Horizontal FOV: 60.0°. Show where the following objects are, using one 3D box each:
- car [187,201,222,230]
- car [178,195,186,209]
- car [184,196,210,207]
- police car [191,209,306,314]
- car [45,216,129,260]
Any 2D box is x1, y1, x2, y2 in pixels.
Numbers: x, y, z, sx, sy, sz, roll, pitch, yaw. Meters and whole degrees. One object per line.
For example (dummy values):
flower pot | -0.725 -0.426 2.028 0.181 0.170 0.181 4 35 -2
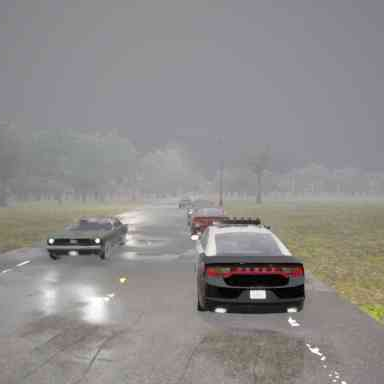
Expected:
car | 0.869 1.477 17.792 1.882 1.535 5.008 0 0 -1
car | -0.906 1.504 46.252 2.128 1.511 4.902 0 0 -1
car | 0.712 1.350 23.779 2.097 1.767 4.553 0 0 -2
police car | 1.024 1.424 7.865 1.930 1.638 5.238 0 0 -1
car | -3.699 1.600 12.508 1.895 1.301 4.718 0 0 -1
